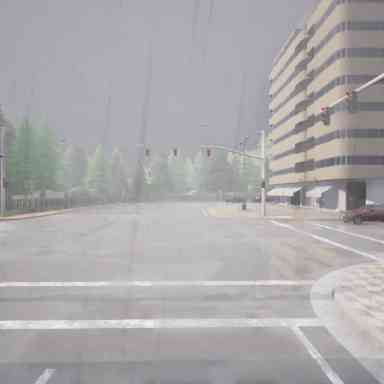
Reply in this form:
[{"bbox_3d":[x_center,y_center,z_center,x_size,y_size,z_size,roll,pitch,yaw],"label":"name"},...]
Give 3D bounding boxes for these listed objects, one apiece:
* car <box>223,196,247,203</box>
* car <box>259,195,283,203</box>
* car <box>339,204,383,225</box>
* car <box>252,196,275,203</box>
[{"bbox_3d":[8.874,1.547,68.199,5.357,1.411,2.033,0,0,-38],"label":"car"},{"bbox_3d":[17.537,1.525,73.805,4.902,1.511,2.128,0,0,-23],"label":"car"},{"bbox_3d":[13.161,1.581,24.155,4.674,1.442,1.812,0,0,-1],"label":"car"},{"bbox_3d":[14.187,1.525,67.903,4.674,1.442,1.812,0,0,-34],"label":"car"}]
